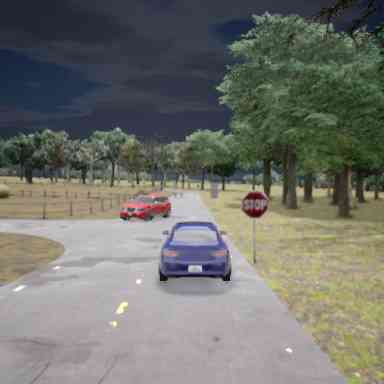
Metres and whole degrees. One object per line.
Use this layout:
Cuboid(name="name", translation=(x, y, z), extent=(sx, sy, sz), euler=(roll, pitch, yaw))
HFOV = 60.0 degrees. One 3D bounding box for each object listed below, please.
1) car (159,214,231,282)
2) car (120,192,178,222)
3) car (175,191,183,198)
Cuboid(name="car", translation=(0.077, 1.596, 9.872), extent=(1.812, 1.442, 4.674), euler=(0, 0, 0))
Cuboid(name="car", translation=(-3.494, 1.227, 26.861), extent=(2.150, 2.045, 5.566), euler=(3, 2, 22))
Cuboid(name="car", translation=(-2.842, 0.475, 70.692), extent=(2.128, 1.511, 4.902), euler=(0, 2, 0))
